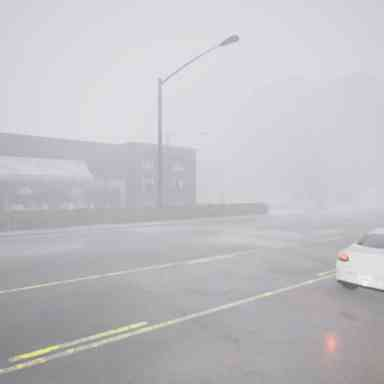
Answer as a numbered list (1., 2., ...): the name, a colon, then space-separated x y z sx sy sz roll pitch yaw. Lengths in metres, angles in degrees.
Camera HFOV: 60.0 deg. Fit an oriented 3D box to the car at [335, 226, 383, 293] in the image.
1. car: 5.180 1.509 7.834 4.674 1.442 1.812 0 0 -37
